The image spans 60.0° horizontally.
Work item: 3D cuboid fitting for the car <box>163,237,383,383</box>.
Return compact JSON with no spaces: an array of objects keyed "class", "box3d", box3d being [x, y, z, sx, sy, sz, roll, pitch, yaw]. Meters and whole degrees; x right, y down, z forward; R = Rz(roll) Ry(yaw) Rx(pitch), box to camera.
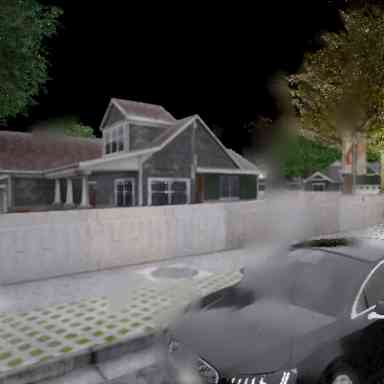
[{"class":"car","box3d":[1.933,1.444,4.442,4.892,1.490,1.837,-1,1,-35]}]
